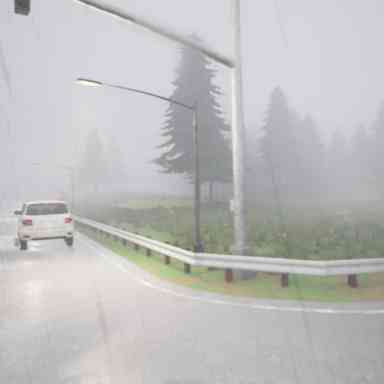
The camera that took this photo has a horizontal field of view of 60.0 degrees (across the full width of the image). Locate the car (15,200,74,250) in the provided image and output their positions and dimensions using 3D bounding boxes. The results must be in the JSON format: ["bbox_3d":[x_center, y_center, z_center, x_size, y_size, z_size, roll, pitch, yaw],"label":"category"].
[{"bbox_3d":[-7.081,1.409,15.921,2.150,2.045,5.566,-1,0,-28],"label":"car"}]
